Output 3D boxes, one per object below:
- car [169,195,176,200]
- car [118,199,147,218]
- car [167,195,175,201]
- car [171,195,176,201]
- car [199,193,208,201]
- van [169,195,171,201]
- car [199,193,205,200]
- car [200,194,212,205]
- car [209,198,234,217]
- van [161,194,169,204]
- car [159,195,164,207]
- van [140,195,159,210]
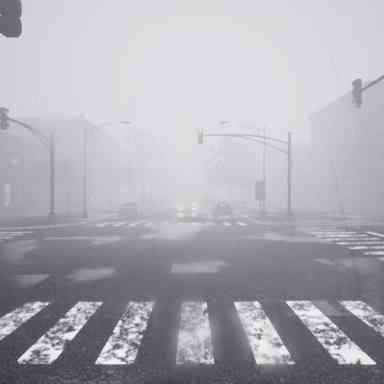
[{"bbox_3d":[-5.331,1.556,91.424,1.802,1.307,4.206,0,0,0],"label":"car"},{"bbox_3d":[-5.572,1.575,30.416,1.802,1.307,4.206,0,0,0],"label":"car"},{"bbox_3d":[-5.352,1.521,85.878,1.887,1.381,4.507,0,0,0],"label":"car"},{"bbox_3d":[-5.375,1.544,80.332,1.947,1.339,4.313,0,0,0],"label":"car"},{"bbox_3d":[3.026,1.291,85.845,2.192,1.841,5.009,-1,0,0],"label":"car"},{"bbox_3d":[-5.442,1.324,63.693,1.690,1.788,3.998,0,0,0],"label":"van"},{"bbox_3d":[2.984,1.546,74.752,1.947,1.339,4.313,-1,0,0],"label":"car"},{"bbox_3d":[2.918,1.536,58.114,2.008,1.369,4.403,-1,0,0],"label":"car"},{"bbox_3d":[2.808,1.518,30.552,1.752,1.417,4.829,-1,0,0],"label":"car"},{"bbox_3d":[-5.465,1.326,58.147,1.690,1.788,3.998,0,0,0],"label":"van"},{"bbox_3d":[-5.507,1.533,47.055,1.887,1.381,4.507,0,0,0],"label":"car"},{"bbox_3d":[-5.530,1.331,41.508,1.690,1.788,3.998,0,0,0],"label":"van"}]
